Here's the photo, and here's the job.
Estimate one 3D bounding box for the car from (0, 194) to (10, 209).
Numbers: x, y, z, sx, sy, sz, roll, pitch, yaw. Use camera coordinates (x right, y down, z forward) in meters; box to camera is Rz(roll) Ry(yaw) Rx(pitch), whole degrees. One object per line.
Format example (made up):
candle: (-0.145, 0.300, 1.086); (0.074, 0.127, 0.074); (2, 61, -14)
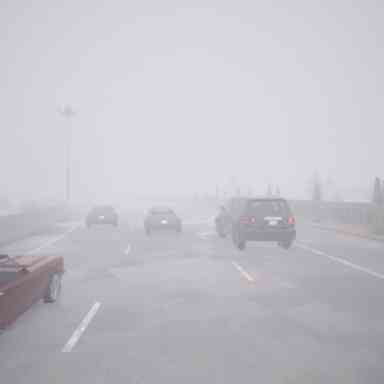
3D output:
car: (-25.561, 1.230, 44.206); (2.150, 2.045, 5.566); (0, 0, -29)

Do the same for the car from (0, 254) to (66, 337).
car: (-3.581, 1.604, 5.133); (1.895, 1.301, 4.718); (0, 0, -3)

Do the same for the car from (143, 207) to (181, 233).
car: (-1.818, 1.541, 19.448); (1.994, 1.385, 4.181); (0, 0, -10)

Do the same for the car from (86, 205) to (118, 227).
car: (-6.060, 1.549, 22.725); (1.994, 1.385, 4.181); (0, 0, -12)

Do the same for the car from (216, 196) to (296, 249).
car: (2.566, 1.194, 14.566); (2.150, 2.045, 5.566); (0, 0, -7)

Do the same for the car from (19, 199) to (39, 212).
car: (-19.414, 1.562, 39.692); (1.994, 1.385, 4.181); (0, 0, -25)
